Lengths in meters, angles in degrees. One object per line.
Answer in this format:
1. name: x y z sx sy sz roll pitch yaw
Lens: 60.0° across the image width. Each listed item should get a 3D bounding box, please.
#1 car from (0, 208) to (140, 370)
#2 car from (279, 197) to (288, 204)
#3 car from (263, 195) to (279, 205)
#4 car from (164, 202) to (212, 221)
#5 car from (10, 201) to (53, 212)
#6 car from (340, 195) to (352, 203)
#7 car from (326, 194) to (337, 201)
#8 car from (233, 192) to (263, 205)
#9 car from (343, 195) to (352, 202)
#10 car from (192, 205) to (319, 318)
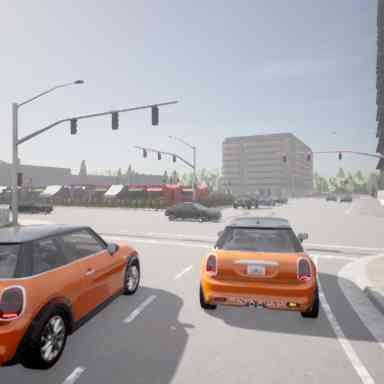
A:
1. car: -2.517 1.349 6.007 2.097 1.767 4.553 0 0 9
2. car: 16.503 1.572 62.183 1.895 1.301 4.718 0 0 28
3. car: 11.887 1.328 53.336 2.097 1.767 4.553 0 0 27
4. car: 0.023 1.558 26.085 4.674 1.442 1.812 0 0 28
5. car: -16.784 1.641 34.924 4.718 1.301 1.895 0 0 28
6. car: 31.886 1.563 68.980 1.895 1.301 4.718 0 0 27
7. car: 33.309 1.318 79.361 2.097 1.767 4.553 0 0 27
8. car: 7.304 1.201 44.481 2.150 2.045 5.566 0 0 27
9. car: 36.450 1.464 77.816 1.837 1.490 4.892 0 0 27
10. car: 1.594 1.348 7.730 2.097 1.767 4.553 0 0 14
